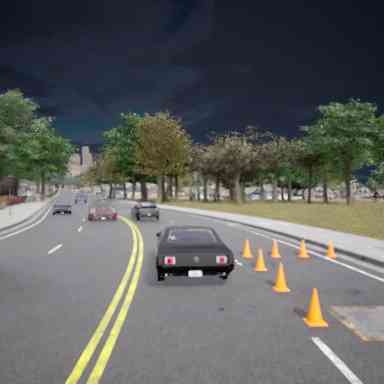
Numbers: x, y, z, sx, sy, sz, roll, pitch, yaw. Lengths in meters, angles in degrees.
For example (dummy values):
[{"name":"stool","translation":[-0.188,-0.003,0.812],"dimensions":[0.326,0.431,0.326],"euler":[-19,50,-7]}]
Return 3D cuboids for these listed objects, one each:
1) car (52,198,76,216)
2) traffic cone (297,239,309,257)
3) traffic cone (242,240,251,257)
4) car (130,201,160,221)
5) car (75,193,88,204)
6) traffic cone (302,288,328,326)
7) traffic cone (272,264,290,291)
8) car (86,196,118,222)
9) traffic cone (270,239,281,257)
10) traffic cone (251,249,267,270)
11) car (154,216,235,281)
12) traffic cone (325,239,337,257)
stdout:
[{"name":"car","translation":[-13.252,1.587,34.058],"dimensions":[2.033,1.411,5.357],"euler":[0,0,-21]},{"name":"traffic cone","translation":[3.955,1.988,11.858],"dimensions":[0.340,0.580,0.340],"euler":[0,0,-2]},{"name":"traffic cone","translation":[1.956,1.981,11.795],"dimensions":[0.340,0.580,0.340],"euler":[0,0,-2]},{"name":"car","translation":[-3.987,1.528,27.835],"dimensions":[2.128,1.511,4.902],"euler":[0,0,-18]},{"name":"car","translation":[-21.486,1.170,64.391],"dimensions":[2.150,2.045,5.566],"euler":[0,0,-21]},{"name":"traffic cone","translation":[2.142,1.973,5.798],"dimensions":[0.340,0.580,0.340],"euler":[0,0,-2]},{"name":"traffic cone","translation":[2.081,1.976,7.797],"dimensions":[0.340,0.580,0.340],"euler":[0,0,-2]},{"name":"car","translation":[-7.198,1.383,26.714],"dimensions":[2.097,1.767,4.553],"euler":[0,0,-18]},{"name":"traffic cone","translation":[2.956,1.984,11.826],"dimensions":[0.340,0.580,0.340],"euler":[0,0,-2]},{"name":"traffic cone","translation":[2.018,1.978,9.797],"dimensions":[0.340,0.580,0.340],"euler":[0,0,-2]},{"name":"car","translation":[-0.134,1.616,9.953],"dimensions":[1.895,1.301,4.718],"euler":[0,0,-6]},{"name":"traffic cone","translation":[4.954,1.992,11.888],"dimensions":[0.340,0.580,0.340],"euler":[0,0,-2]}]
